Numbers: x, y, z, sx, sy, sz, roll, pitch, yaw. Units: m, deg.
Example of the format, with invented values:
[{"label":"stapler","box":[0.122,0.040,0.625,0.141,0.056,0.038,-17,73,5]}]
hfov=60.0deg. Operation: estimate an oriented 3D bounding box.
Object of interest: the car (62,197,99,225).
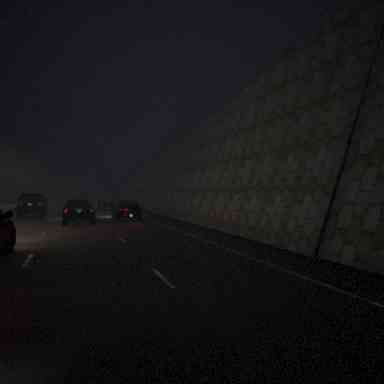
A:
[{"label":"car","box":[-8.049,1.260,23.496,2.097,1.767,4.553,0,0,-21]}]

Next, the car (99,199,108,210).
[{"label":"car","box":[-10.382,1.456,39.862,1.895,1.301,4.718,0,0,-20]}]

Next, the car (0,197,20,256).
[{"label":"car","box":[-6.615,1.173,9.558,2.150,2.045,5.566,0,0,-20]}]

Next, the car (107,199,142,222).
[{"label":"car","box":[-5.134,1.415,25.700,1.837,1.490,4.892,0,0,-20]}]

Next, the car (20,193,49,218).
[{"label":"car","box":[-13.821,1.095,29.000,2.150,2.045,5.566,0,0,-20]}]

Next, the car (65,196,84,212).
[{"label":"car","box":[-13.519,1.326,38.250,1.882,1.535,5.008,0,0,-20]}]
